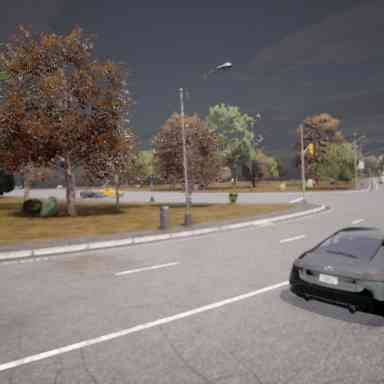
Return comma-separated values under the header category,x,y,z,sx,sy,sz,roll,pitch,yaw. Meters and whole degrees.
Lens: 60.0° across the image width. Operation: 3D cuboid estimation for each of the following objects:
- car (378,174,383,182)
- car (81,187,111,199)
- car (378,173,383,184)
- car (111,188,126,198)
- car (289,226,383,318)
category,x,y,z,sx,sy,sz,roll,pitch,yaw
car,45.519,-3.373,79.131,1.882,1.535,5.008,-2,2,28
car,-15.314,0.285,51.655,4.674,1.442,1.812,2,4,32
car,37.794,-2.640,64.626,2.150,2.045,5.566,-2,3,28
car,-13.021,0.027,54.344,5.008,1.535,1.882,2,4,32
car,3.919,1.433,7.066,4.181,1.385,1.994,-2,1,-40
